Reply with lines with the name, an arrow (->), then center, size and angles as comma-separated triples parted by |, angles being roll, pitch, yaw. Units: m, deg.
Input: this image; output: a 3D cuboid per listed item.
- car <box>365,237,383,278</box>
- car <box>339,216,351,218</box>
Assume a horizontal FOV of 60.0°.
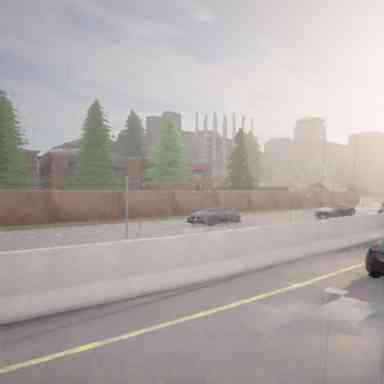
car -> 6.546, 1.594, 9.283 | 4.181, 1.385, 1.994 | 0, 0, -41
car -> 12.997, 1.668, 29.965 | 5.357, 1.411, 2.033 | 0, 0, -44
